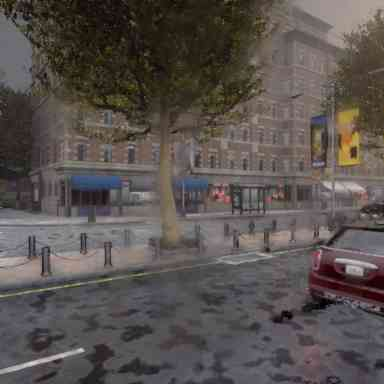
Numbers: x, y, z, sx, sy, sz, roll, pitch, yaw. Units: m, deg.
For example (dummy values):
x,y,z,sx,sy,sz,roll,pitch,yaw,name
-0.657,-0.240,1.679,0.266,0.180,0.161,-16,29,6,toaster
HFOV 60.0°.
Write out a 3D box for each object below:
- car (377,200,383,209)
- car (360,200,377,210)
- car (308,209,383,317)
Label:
x,y,z,sx,sy,sz,roll,pitch,yaw,name
20.813,1.289,32.553,5.566,2.045,2.150,0,0,-35,car
20.820,1.623,36.816,5.357,1.411,2.033,0,0,-35,car
4.513,1.365,6.904,4.553,1.767,2.097,0,0,-35,car
